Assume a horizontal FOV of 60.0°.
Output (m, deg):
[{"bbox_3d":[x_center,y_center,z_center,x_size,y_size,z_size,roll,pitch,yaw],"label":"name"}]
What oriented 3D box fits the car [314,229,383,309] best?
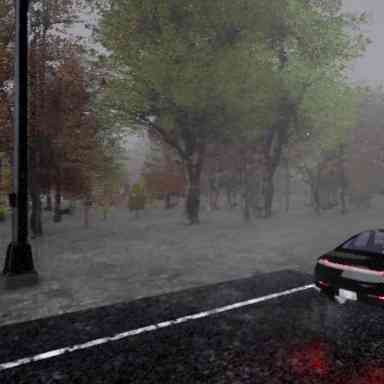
[{"bbox_3d":[4.611,1.533,7.035,4.902,1.511,2.128,0,0,-35],"label":"car"}]
